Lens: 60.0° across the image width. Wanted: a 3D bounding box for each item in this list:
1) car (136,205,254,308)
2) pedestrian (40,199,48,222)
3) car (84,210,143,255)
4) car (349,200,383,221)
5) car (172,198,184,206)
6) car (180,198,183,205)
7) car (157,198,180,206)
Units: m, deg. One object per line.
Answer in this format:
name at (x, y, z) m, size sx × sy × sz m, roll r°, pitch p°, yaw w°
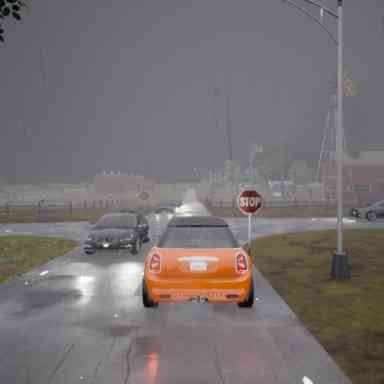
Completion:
car at (0.119, 1.353, 8.100) m, size 2.097 × 1.767 × 4.553 m, roll 0°, pitch 0°, yaw 0°
pedestrian at (-12.088, 1.462, 26.978) m, size 0.375 × 1.860 × 0.375 m, roll 0°, pitch 2°, yaw 0°
car at (-2.817, 1.510, 13.341) m, size 1.837 × 1.490 × 4.892 m, roll 0°, pitch 0°, yaw 0°
car at (13.562, 1.263, 23.772) m, size 4.181 × 1.385 × 1.994 m, roll -1°, pitch 1°, yaw -1°
car at (-2.648, 1.819, 63.449) m, size 2.033 × 1.411 × 5.357 m, roll 0°, pitch -1°, yaw 1°
car at (-2.715, 1.700, 49.069) m, size 1.994 × 1.385 × 4.181 m, roll 0°, pitch -1°, yaw 0°
car at (-2.795, 1.608, 36.483) m, size 2.033 × 1.411 × 5.357 m, roll 0°, pitch 0°, yaw 1°
